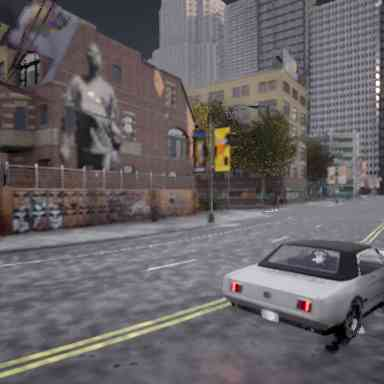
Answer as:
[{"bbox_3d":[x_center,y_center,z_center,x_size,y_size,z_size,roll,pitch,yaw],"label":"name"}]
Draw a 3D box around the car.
[{"bbox_3d":[2.828,1.602,6.609,4.718,1.301,1.895,0,0,-43],"label":"car"}]
